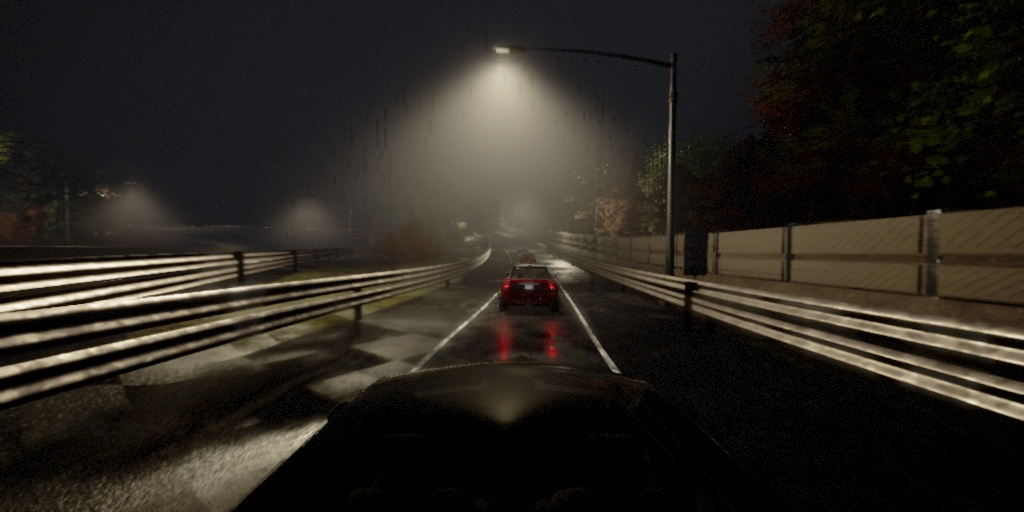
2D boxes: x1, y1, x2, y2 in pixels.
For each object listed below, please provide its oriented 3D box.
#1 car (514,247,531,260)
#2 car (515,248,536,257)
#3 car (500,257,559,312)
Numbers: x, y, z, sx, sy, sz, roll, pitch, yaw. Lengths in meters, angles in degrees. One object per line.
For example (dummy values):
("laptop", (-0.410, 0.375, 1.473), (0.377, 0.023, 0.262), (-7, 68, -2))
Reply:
("car", (1.503, -0.386, 52.003), (2.033, 1.411, 5.357), (1, 5, -3))
("car", (1.730, 0.281, 41.497), (1.882, 1.535, 5.008), (1, 3, -1))
("car", (0.747, 1.085, 14.539), (2.097, 1.767, 4.553), (1, 1, 4))
